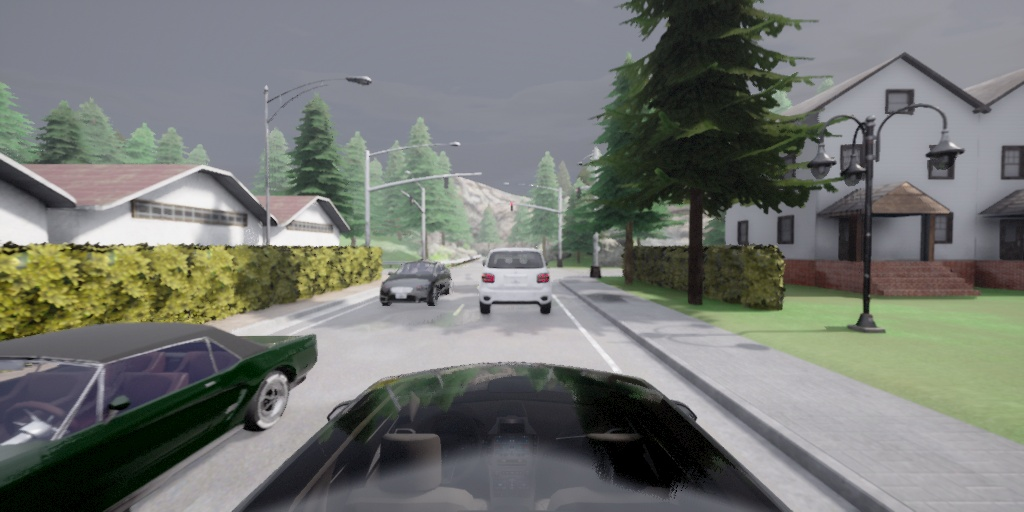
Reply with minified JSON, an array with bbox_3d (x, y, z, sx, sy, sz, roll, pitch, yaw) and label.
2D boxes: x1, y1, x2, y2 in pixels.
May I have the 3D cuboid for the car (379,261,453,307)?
[{"bbox_3d":[-3.535,0.963,13.948,2.128,1.511,4.902,0,1,1],"label":"car"}]

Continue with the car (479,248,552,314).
[{"bbox_3d":[0.104,0.725,12.559,2.150,2.045,5.566,0,1,0],"label":"car"}]

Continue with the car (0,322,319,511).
[{"bbox_3d":[-3.593,1.328,2.690,1.895,1.301,4.718,0,1,0],"label":"car"}]
